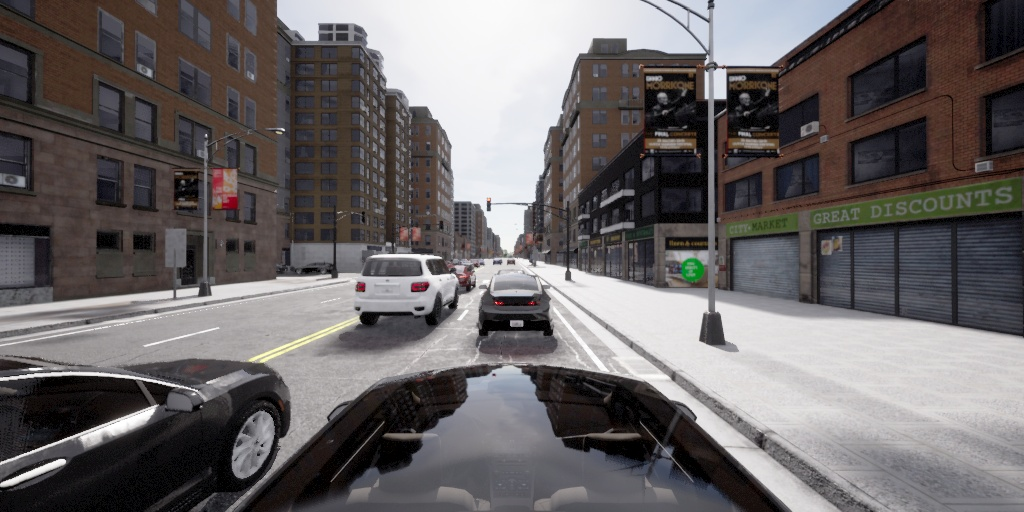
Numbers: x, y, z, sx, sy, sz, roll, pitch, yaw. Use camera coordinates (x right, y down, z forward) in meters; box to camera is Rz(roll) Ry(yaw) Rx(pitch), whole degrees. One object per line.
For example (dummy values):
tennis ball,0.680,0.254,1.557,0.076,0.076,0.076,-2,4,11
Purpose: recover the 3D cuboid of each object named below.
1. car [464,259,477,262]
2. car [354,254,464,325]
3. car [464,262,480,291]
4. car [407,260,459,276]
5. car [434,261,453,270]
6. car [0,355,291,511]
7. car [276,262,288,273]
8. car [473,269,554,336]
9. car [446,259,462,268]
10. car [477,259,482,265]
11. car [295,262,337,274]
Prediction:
car,-6.710,1.334,52.969,1.994,1.385,4.181,0,0,-1
car,-3.175,0.972,11.893,2.150,2.045,5.566,0,0,1
car,-3.253,1.279,21.593,1.812,1.442,4.674,0,0,0
car,-8.340,1.251,37.913,4.902,1.511,2.128,0,0,-30
car,-9.957,1.370,52.587,1.895,1.301,4.718,0,0,0
car,-3.152,1.254,1.667,1.837,1.490,4.892,0,0,0
car,-27.899,1.332,40.734,4.403,1.370,2.007,0,0,0
car,0.083,1.256,10.385,1.837,1.490,4.892,0,0,0
car,-9.952,1.254,61.835,1.882,1.535,5.008,0,0,0
car,-6.709,1.254,61.670,1.882,1.535,5.008,0,0,0
car,-22.237,1.347,40.721,4.313,1.339,1.948,0,0,0
